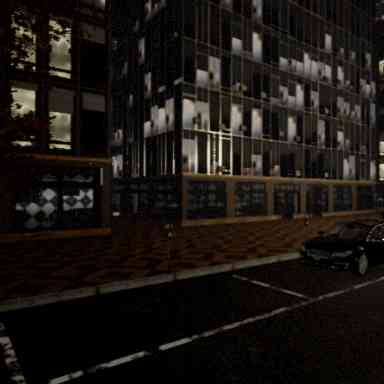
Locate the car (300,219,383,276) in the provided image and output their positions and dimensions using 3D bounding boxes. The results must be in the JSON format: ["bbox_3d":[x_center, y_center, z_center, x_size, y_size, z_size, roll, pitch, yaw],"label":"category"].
[{"bbox_3d":[5.145,1.554,10.239,4.403,1.369,2.008,0,0,-36],"label":"car"}]
